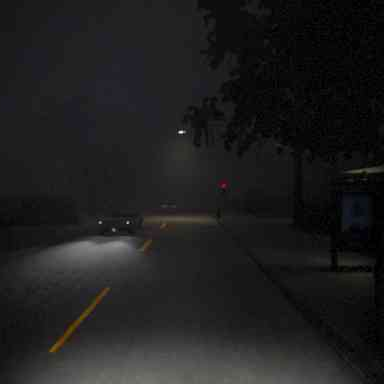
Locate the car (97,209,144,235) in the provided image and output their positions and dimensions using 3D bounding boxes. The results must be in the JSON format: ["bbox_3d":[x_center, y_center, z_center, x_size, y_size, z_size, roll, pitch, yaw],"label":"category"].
[{"bbox_3d":[-4.066,1.689,19.536,1.895,1.301,4.718,0,0,0],"label":"car"}]

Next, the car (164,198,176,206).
[{"bbox_3d":[-4.009,1.804,60.933,1.812,1.442,4.674,0,0,0],"label":"car"}]

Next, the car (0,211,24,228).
[{"bbox_3d":[-12.888,1.444,19.521,5.357,1.415,2.033,0,0,3],"label":"car"}]
